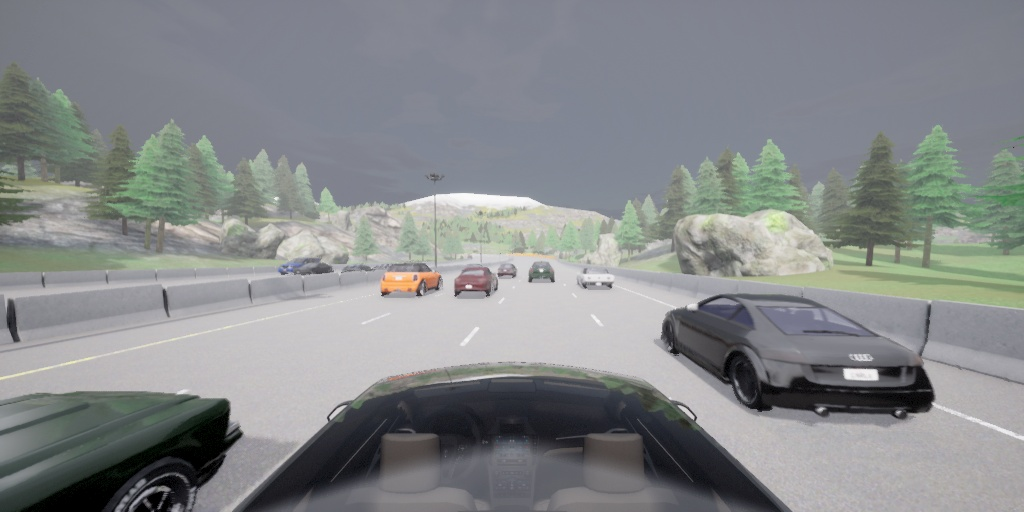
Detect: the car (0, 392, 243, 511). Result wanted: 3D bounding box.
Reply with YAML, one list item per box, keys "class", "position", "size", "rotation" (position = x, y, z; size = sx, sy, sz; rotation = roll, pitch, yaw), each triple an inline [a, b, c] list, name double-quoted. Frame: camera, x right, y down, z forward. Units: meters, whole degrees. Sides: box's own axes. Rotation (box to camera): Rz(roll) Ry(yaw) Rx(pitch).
- class: "car"
  position: [-3.325, 1.352, 0.861]
  size: [1.895, 1.301, 4.718]
  rotation: [0, 0, 4]

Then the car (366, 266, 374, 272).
- class: "car"
  position: [-14.386, 1.494, 41.421]
  size: [2.128, 1.511, 4.902]
  rotation: [0, -1, 5]

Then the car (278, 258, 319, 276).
- class: "car"
  position: [-24.849, 1.224, 42.335]
  size: [2.150, 2.045, 5.566]
  rotation: [0, -1, 5]

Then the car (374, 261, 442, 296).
- class: "car"
  position: [-5.365, 1.148, 19.681]
  size: [2.097, 1.767, 4.553]
  rotation: [0, 0, 4]

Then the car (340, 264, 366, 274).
- class: "car"
  position: [-17.904, 1.562, 41.324]
  size: [1.994, 1.385, 4.181]
  rotation: [0, -1, 5]

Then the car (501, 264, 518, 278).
- class: "car"
  position: [-0.462, 1.516, 37.541]
  size: [2.033, 1.411, 5.357]
  rotation: [0, -1, 4]

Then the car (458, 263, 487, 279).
- class: "car"
  position: [-3.985, 1.511, 37.376]
  size: [2.033, 1.411, 5.357]
  rotation: [0, -1, 4]

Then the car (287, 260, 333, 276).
- class: "car"
  position: [-21.598, 1.445, 39.070]
  size: [1.882, 1.535, 5.008]
  rotation: [0, -1, 5]

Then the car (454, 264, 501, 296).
- class: "car"
  position: [-1.884, 1.321, 19.434]
  size: [1.812, 1.442, 4.674]
  rotation: [0, 0, 4]

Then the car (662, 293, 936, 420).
- class: "car"
  position: [4.102, 1.313, 6.055]
  size: [1.994, 1.385, 4.181]
  rotation: [0, 0, 4]

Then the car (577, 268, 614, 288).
- class: "car"
  position: [5.526, 1.435, 24.294]
  size: [1.895, 1.301, 4.718]
  rotation: [0, 0, 4]

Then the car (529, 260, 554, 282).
- class: "car"
  position: [2.525, 1.247, 30.817]
  size: [2.097, 1.767, 4.553]
  rotation: [0, -1, 4]
